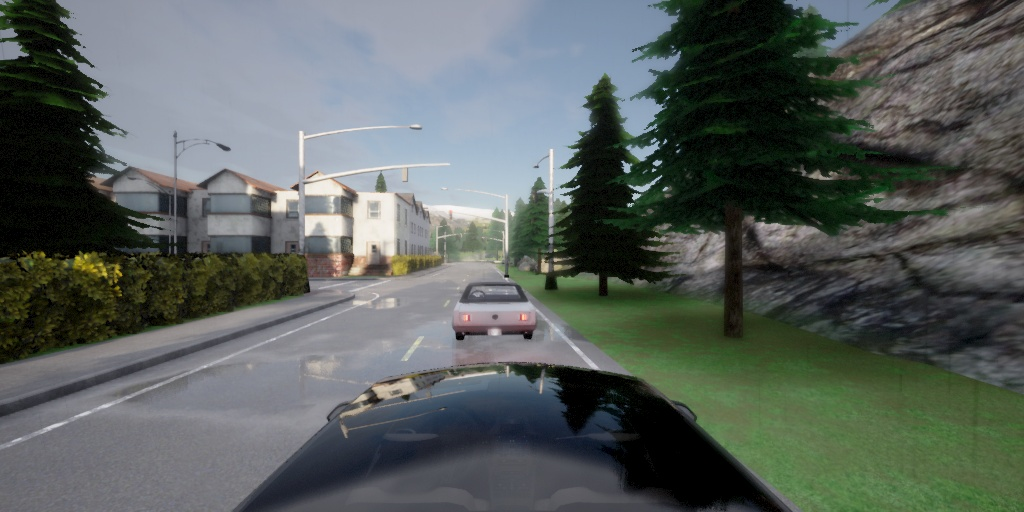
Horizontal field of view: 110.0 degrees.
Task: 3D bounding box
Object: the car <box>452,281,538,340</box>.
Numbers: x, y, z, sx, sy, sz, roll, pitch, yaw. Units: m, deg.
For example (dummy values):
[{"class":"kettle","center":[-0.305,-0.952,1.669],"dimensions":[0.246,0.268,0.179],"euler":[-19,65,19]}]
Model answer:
[{"class":"car","center":[-0.520,1.351,9.930],"dimensions":[1.895,1.301,4.718],"euler":[0,0,-4]}]
